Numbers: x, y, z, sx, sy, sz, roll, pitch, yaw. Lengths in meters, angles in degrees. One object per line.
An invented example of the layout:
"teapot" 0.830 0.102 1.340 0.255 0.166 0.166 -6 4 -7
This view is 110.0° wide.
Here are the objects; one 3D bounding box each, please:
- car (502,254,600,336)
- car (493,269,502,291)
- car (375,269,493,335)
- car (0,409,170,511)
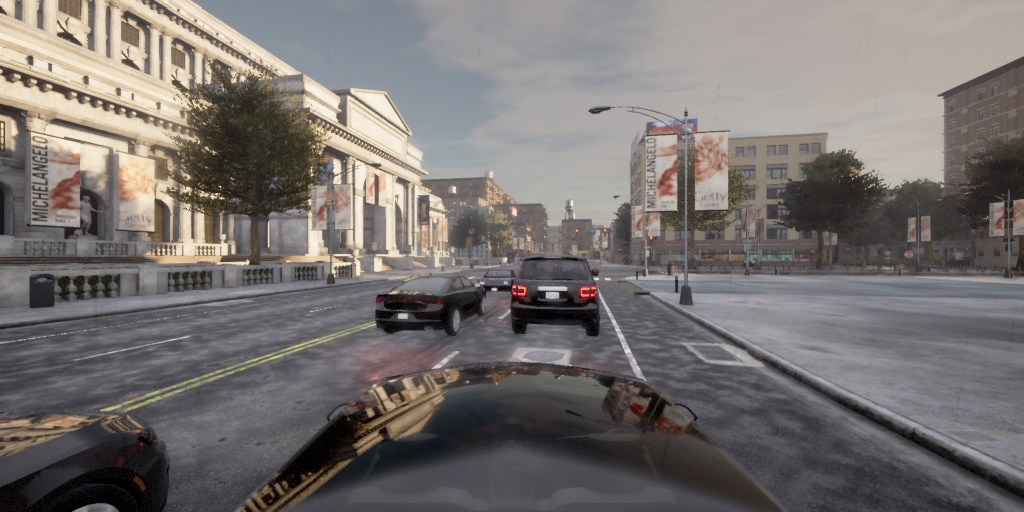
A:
"car" 1.382 0.971 10.644 2.150 2.045 5.566 0 0 10
"car" -0.443 1.351 19.780 1.895 1.301 4.718 0 0 11
"car" -2.105 1.228 10.659 1.882 1.535 5.008 0 0 9
"car" -3.221 1.255 0.425 1.837 1.490 4.892 0 0 -2
